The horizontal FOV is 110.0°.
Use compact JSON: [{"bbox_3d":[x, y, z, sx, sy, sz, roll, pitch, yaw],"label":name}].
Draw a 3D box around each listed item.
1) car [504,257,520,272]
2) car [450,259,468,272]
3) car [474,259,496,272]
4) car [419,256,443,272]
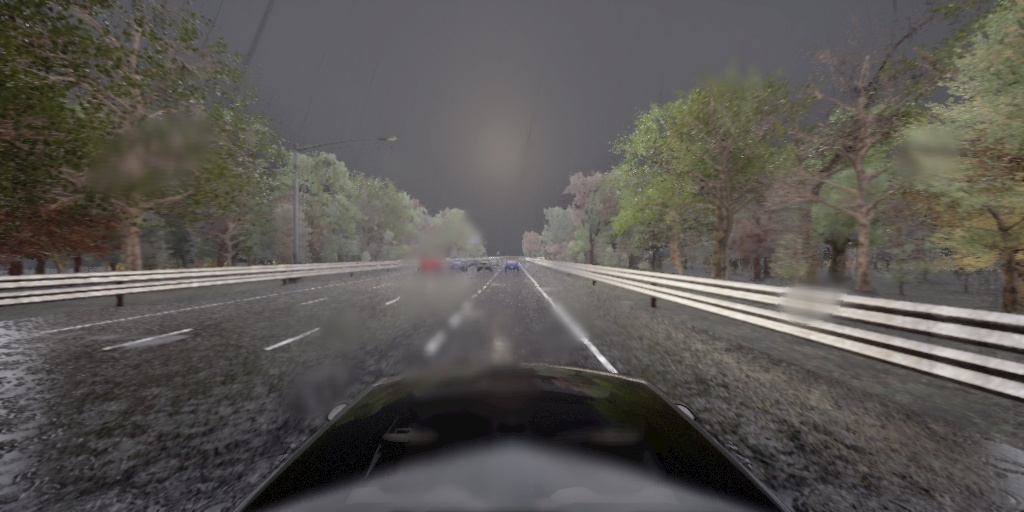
[{"bbox_3d":[-0.004,1.252,47.506,1.882,1.535,5.008,0,0,0],"label":"car"},{"bbox_3d":[-7.004,1.300,47.746,1.812,1.442,4.674,0,0,0],"label":"car"},{"bbox_3d":[-3.503,1.281,47.461,1.837,1.490,4.892,0,0,0],"label":"car"},{"bbox_3d":[-10.508,0.993,46.972,2.150,2.045,5.566,0,0,0],"label":"car"}]
